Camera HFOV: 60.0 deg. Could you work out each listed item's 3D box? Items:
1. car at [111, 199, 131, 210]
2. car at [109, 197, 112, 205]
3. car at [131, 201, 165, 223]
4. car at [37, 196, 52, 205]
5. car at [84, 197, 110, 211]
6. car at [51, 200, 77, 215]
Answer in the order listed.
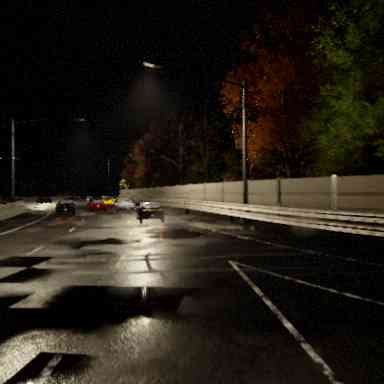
[{"bbox_3d":[-8.561,1.632,42.123,1.895,1.301,4.718,0,0,-22],"label":"car"},{"bbox_3d":[-13.912,1.536,53.811,1.882,1.535,5.008,0,0,-28],"label":"car"},{"bbox_3d":[-3.319,1.498,25.879,2.128,1.511,4.902,0,0,-13],"label":"car"},{"bbox_3d":[-27.855,1.534,62.713,1.812,1.442,4.674,0,0,-39],"label":"car"},{"bbox_3d":[-11.759,1.616,40.940,1.994,1.385,4.181,0,0,-22],"label":"car"},{"bbox_3d":[-13.329,1.556,35.274,2.128,1.511,4.902,0,0,-19],"label":"car"}]
